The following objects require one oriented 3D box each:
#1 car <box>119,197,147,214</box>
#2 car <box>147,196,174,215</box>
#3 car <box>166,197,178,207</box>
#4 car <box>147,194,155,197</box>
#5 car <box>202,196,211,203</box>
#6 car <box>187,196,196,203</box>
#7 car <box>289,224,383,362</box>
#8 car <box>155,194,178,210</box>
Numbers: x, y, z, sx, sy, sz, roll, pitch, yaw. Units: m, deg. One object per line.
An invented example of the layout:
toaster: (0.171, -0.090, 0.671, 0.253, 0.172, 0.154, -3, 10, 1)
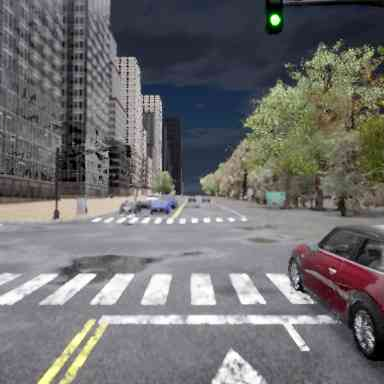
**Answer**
car: (-6.595, 1.580, 36.054, 2.128, 1.511, 4.902, 0, 0, 0)
car: (-3.347, 1.566, 35.895, 1.882, 1.535, 5.008, 0, 0, 0)
car: (-3.304, 1.663, 56.169, 1.812, 1.442, 4.674, 0, 0, 0)
car: (-6.557, 1.358, 56.057, 2.150, 2.045, 5.566, 0, 0, 1)
car: (3.252, 1.715, 75.987, 2.128, 1.511, 4.902, 0, 0, 0)
car: (0.001, 1.715, 76.238, 1.812, 1.442, 4.674, 0, 0, 0)
car: (3.343, 1.355, 6.107, 2.097, 1.767, 4.553, -1, 0, 0)
car: (-3.340, 1.334, 45.833, 2.150, 2.045, 5.566, 0, 0, 0)
